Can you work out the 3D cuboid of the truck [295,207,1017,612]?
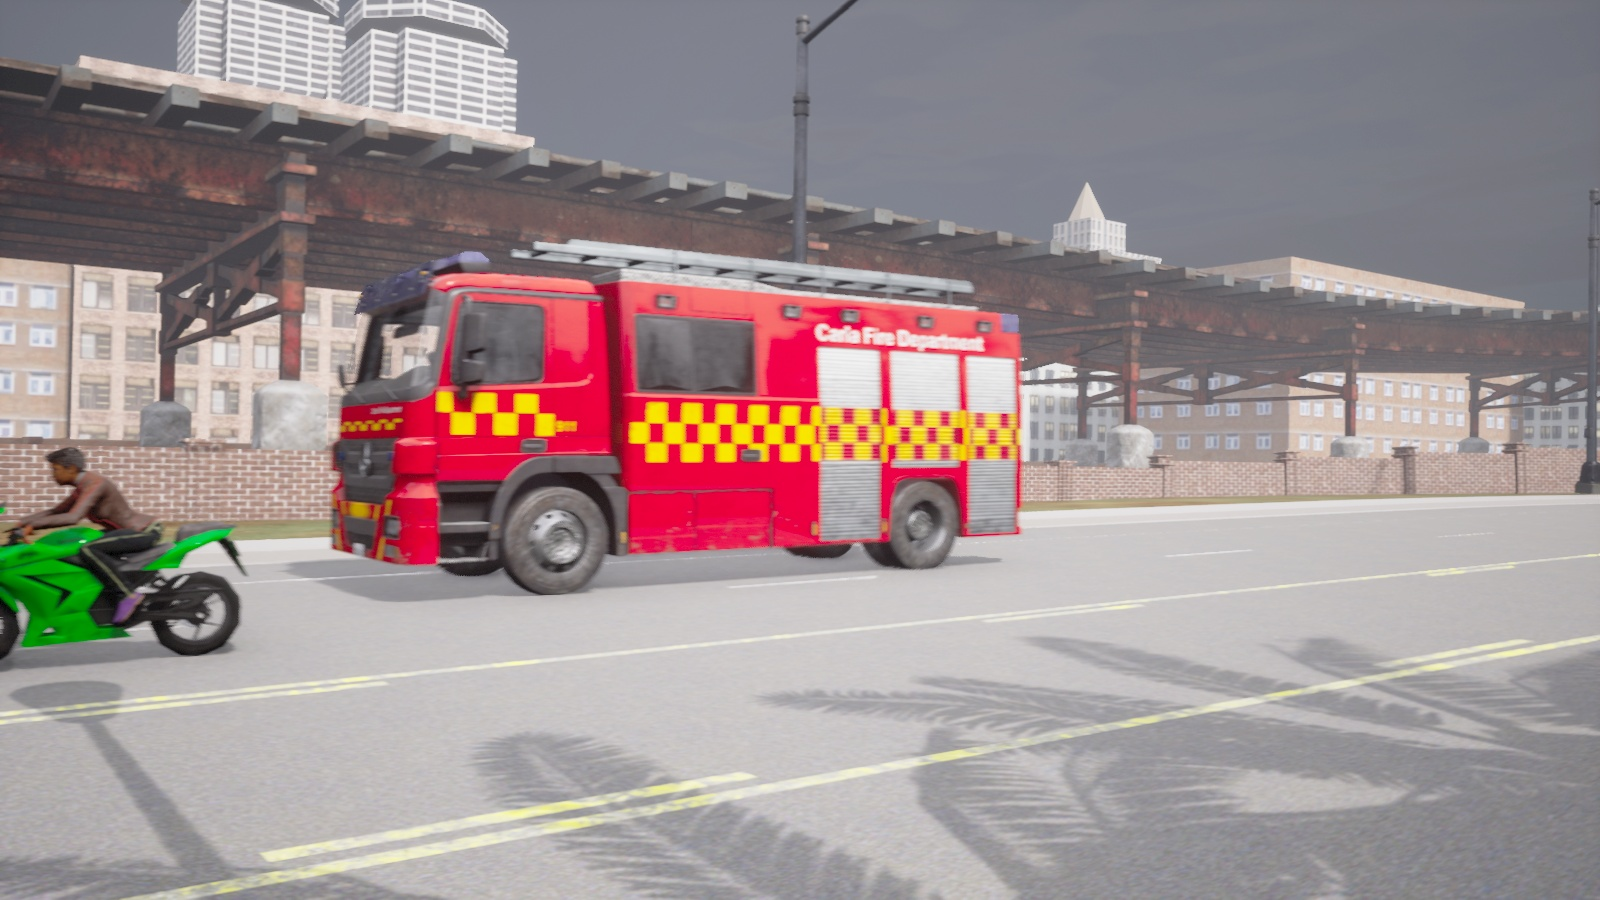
[{"bbox_3d":[-1.415,-0.382,15.469,8.468,3.827,2.891,0,0,-35],"label":"truck"}]

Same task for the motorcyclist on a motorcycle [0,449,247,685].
[{"bbox_3d":[-5.010,0.759,8.697,2.044,1.523,0.797,0,0,-35],"label":"motorcyclist on a motorcycle"}]
